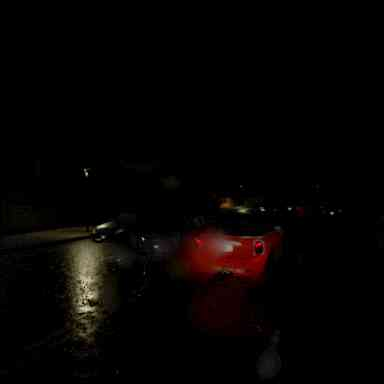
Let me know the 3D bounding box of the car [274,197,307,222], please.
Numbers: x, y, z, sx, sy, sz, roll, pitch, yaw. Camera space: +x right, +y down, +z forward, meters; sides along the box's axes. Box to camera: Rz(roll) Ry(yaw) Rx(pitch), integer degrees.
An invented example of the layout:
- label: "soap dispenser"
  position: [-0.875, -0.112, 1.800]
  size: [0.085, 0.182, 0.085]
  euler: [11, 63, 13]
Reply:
- label: "car"
  position: [8.740, 1.471, 28.943]
  size: [2.150, 2.045, 5.566]
  euler: [-1, -1, 21]

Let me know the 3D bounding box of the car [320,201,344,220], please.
- label: "car"
  position: [12.804, 1.809, 30.504]
  size: [1.994, 1.385, 4.181]
  euler: [-1, -1, 22]

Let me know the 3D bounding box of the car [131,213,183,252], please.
- label: "car"
  position: [-0.338, 1.702, 14.849]
  size: [2.033, 1.411, 5.357]
  euler: [-1, -1, 21]

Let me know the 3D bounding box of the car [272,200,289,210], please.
- label: "car"
  position: [14.024, 2.001, 52.411]
  size: [2.033, 1.411, 5.357]
  euler: [-1, -1, 21]

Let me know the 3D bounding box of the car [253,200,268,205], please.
- label: "car"
  position: [11.290, 2.034, 54.353]
  size: [2.033, 1.411, 5.357]
  euler: [-1, -1, 21]

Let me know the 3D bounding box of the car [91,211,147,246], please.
- label: "car"
  position: [-3.080, 1.714, 16.776]
  size: [1.812, 1.442, 4.674]
  euler: [-1, -1, 21]

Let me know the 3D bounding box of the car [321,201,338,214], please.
- label: "car"
  position: [16.584, 1.848, 40.307]
  size: [1.812, 1.442, 4.674]
  euler: [-1, -1, 21]

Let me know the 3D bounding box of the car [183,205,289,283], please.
- label: "car"
  position: [1.630, 1.450, 10.318]
  size: [2.097, 1.767, 4.553]
  euler: [-1, -1, 21]
